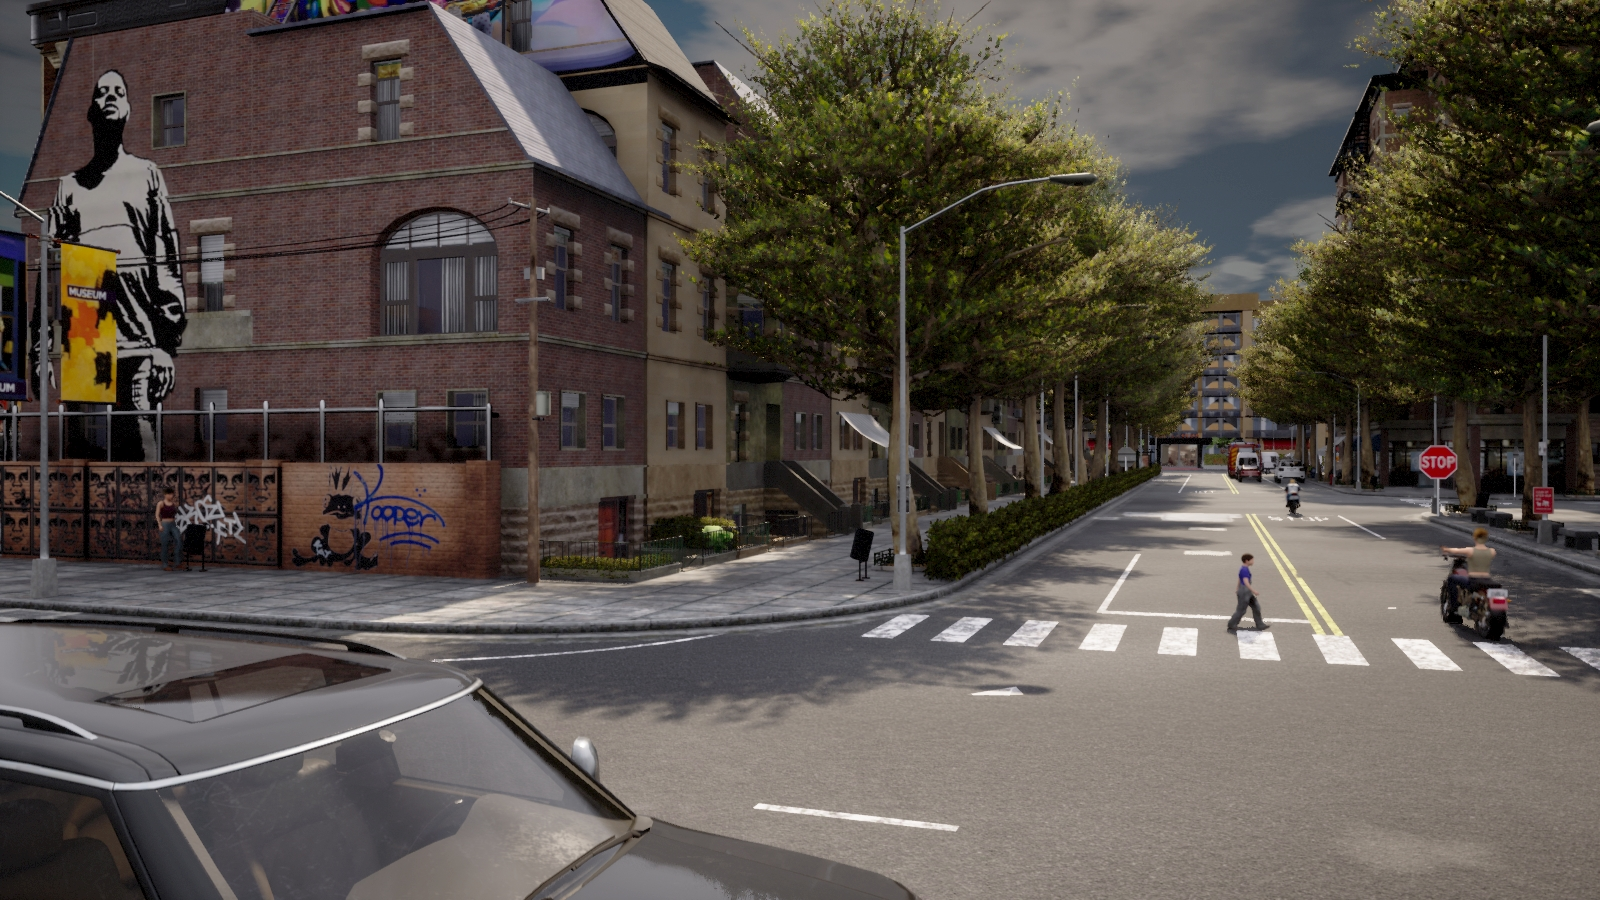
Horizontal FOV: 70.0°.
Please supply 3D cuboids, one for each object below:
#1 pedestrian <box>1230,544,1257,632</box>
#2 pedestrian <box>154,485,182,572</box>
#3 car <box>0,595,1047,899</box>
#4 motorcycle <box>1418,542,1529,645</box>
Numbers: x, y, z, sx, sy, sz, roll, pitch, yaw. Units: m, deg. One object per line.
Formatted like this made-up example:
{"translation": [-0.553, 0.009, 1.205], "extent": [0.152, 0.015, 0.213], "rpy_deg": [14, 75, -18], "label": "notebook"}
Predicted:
{"translation": [6.878, 2.129, 17.702], "extent": [0.375, 1.300, 0.375], "rpy_deg": [0, 0, 24], "label": "pedestrian"}
{"translation": [-13.748, 1.704, 24.857], "extent": [0.375, 1.860, 0.375], "rpy_deg": [0, 0, 22], "label": "pedestrian"}
{"translation": [-2.100, 1.781, 4.031], "extent": [5.566, 2.045, 2.150], "rpy_deg": [0, 0, 20], "label": "car"}
{"translation": [10.364, 2.169, 17.686], "extent": [0.764, 1.277, 2.356], "rpy_deg": [1, 0, 12], "label": "motorcycle"}
